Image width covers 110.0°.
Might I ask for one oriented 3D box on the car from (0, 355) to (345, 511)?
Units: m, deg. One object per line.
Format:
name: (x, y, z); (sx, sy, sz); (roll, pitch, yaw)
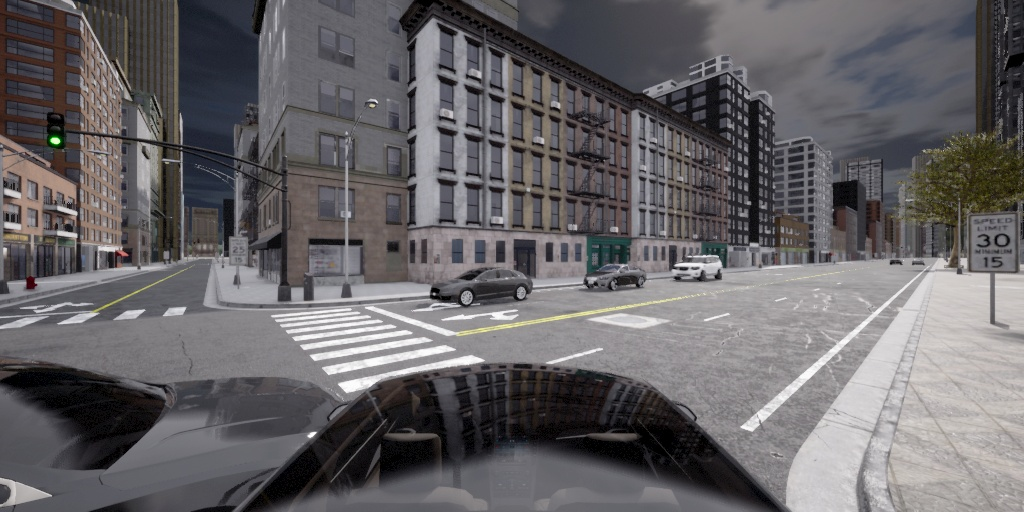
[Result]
car: (-3.249, 1.257, 1.556); (4.892, 1.490, 1.837); (0, 0, -35)

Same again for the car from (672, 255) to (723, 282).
car: (15.463, 0.960, 29.758); (5.566, 2.045, 2.150); (0, 0, -40)

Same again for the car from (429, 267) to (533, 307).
car: (-1.230, 1.264, 15.804); (4.892, 1.490, 1.837); (0, 0, -40)

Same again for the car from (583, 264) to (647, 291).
car: (6.434, 1.243, 22.206); (4.902, 1.511, 2.128); (0, 0, -40)
